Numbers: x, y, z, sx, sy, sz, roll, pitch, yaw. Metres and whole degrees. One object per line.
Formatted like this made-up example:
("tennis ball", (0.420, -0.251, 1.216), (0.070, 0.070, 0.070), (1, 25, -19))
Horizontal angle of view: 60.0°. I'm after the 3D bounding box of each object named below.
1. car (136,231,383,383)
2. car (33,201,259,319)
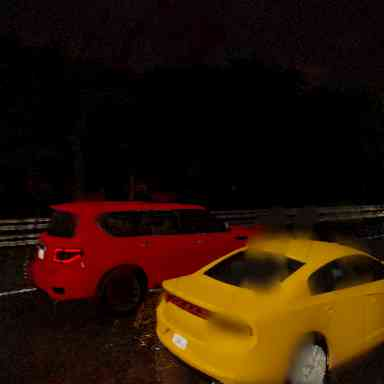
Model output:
("car", (1.874, 1.497, 5.105), (5.008, 1.535, 1.882), (0, 0, -36))
("car", (-0.581, 1.239, 7.650), (5.566, 2.045, 2.150), (0, 0, -36))
